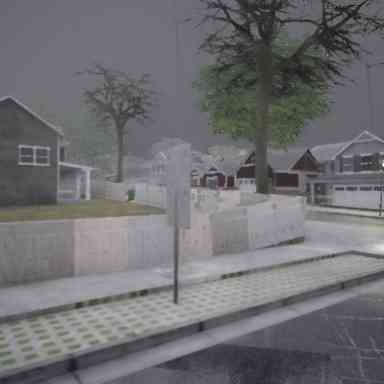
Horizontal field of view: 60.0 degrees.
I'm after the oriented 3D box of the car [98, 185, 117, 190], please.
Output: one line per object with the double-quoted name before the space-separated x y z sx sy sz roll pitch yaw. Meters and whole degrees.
"car" -12.753 -0.615 50.563 2.128 1.511 4.902 1 2 -34
